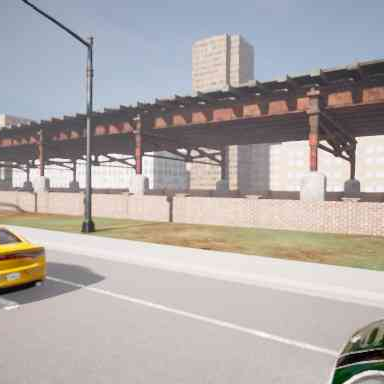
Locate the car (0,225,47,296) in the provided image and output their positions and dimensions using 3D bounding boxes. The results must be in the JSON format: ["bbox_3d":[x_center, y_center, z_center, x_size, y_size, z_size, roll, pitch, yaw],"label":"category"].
[{"bbox_3d":[-5.490,1.472,7.913,5.008,1.535,1.882,1,0,35],"label":"car"}]

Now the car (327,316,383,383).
[{"bbox_3d":[3.118,1.349,1.767,4.553,1.767,2.097,0,0,36],"label":"car"}]
